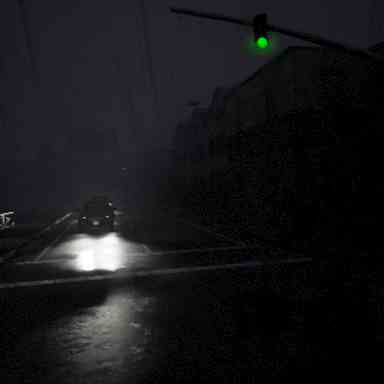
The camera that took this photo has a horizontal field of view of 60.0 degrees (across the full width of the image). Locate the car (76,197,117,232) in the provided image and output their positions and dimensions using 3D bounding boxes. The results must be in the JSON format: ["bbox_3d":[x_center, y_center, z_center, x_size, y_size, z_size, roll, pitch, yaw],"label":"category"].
[{"bbox_3d":[-5.431,1.278,19.029,2.128,1.511,4.902,-1,1,-15],"label":"car"}]

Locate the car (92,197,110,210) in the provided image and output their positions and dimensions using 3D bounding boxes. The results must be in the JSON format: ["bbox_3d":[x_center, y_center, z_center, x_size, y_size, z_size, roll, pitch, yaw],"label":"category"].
[{"bbox_3d":[-10.415,1.282,38.211,1.895,1.301,4.718,-1,1,-14],"label":"car"}]

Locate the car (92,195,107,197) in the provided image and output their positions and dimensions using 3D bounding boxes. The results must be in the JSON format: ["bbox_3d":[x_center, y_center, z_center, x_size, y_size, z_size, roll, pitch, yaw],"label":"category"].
[{"bbox_3d":[-7.927,1.087,28.560,2.097,1.767,4.553,-1,1,-15],"label":"car"}]

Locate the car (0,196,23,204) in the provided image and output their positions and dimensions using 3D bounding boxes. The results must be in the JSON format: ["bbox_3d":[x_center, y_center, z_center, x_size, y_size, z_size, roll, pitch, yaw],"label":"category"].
[{"bbox_3d":[-37.764,1.613,69.191,4.611,1.667,2.242,-1,1,-15],"label":"car"}]
